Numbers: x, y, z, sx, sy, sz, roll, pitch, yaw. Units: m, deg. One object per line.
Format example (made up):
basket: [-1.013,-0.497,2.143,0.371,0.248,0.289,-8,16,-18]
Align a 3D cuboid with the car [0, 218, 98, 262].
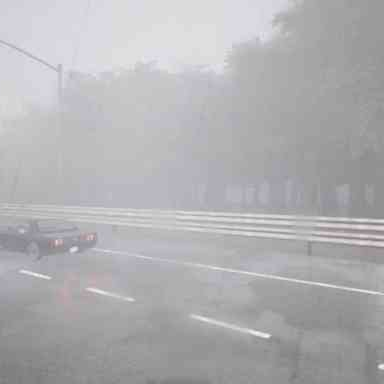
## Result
car: [-5.694,1.606,12.240,4.718,1.301,1.895,0,0,36]
